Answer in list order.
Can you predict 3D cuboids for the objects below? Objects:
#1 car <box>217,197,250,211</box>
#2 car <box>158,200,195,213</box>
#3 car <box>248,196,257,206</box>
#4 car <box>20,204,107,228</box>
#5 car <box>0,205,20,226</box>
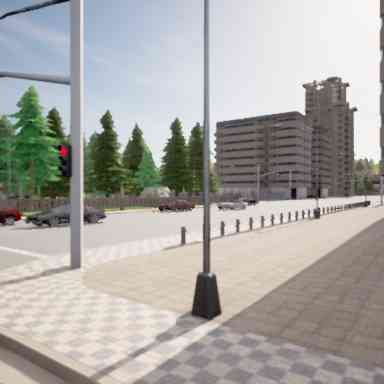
[{"bbox_3d":[5.003,1.595,41.172,1.895,1.301,4.718,0,0,36],"label":"car"},{"bbox_3d":[-1.760,1.594,37.748,1.895,1.301,4.718,0,0,36],"label":"car"},{"bbox_3d":[8.422,1.476,51.847,1.882,1.535,5.008,0,0,36],"label":"car"},{"bbox_3d":[-8.320,1.542,22.542,2.033,1.411,5.357,0,0,36],"label":"car"},{"bbox_3d":[-13.590,1.471,21.182,1.882,1.535,5.008,0,0,36],"label":"car"}]
